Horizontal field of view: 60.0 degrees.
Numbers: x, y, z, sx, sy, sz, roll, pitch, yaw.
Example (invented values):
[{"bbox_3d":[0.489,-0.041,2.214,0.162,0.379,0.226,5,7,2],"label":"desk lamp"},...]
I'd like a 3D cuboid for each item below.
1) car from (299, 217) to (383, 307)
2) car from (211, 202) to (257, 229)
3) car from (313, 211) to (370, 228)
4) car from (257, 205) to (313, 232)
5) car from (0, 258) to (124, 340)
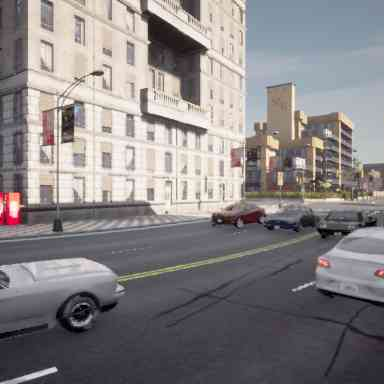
[{"bbox_3d":[4.434,1.523,7.482,4.674,1.442,1.812,0,0,-44],"label":"car"},{"bbox_3d":[3.159,1.464,22.010,1.882,1.535,5.008,0,0,37],"label":"car"},{"bbox_3d":[7.886,1.593,16.655,1.895,1.301,4.718,0,0,38],"label":"car"},{"bbox_3d":[6.205,1.535,20.222,2.033,1.411,5.357,0,0,37],"label":"car"},{"bbox_3d":[-3.515,1.595,5.089,4.718,1.301,1.895,0,0,-36],"label":"car"}]
